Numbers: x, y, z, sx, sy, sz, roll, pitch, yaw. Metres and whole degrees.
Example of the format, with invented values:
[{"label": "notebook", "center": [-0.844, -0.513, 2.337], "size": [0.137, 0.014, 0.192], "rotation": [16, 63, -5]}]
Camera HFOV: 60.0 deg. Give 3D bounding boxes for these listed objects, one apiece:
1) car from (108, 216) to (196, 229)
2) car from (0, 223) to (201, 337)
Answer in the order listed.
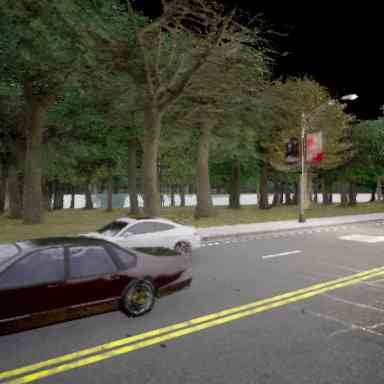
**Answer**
[{"label": "car", "center": [-1.859, 1.510, 10.343], "size": [4.674, 1.442, 1.812], "rotation": [0, 0, -36]}, {"label": "car", "center": [-2.532, 1.543, 5.870], "size": [5.357, 1.411, 2.033], "rotation": [0, 0, -35]}]
